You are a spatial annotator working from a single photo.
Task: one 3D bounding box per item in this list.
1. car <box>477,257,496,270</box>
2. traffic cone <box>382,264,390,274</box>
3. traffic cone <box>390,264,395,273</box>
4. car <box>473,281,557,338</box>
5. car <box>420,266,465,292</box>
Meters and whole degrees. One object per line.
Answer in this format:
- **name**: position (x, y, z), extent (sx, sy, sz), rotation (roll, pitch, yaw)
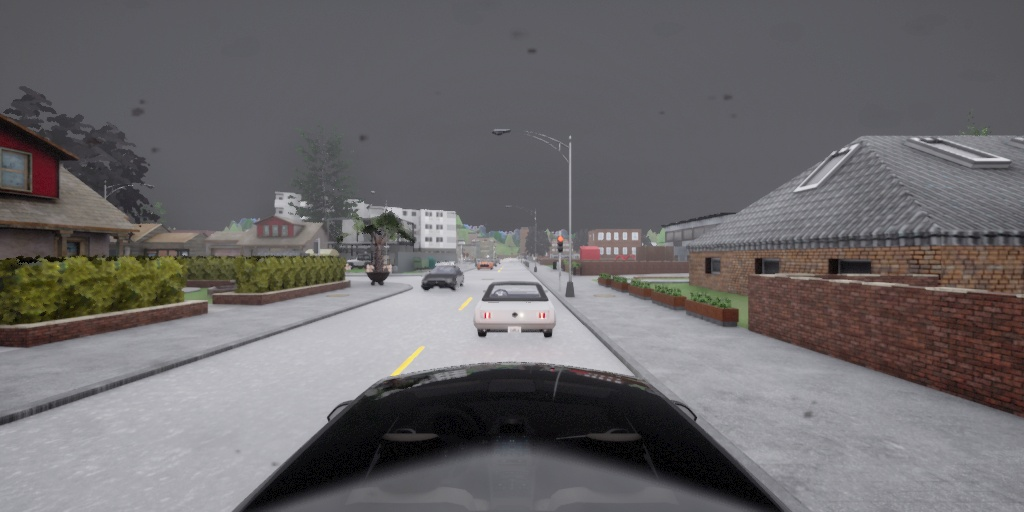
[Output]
- **car**: position (-3.826, 1.097, 52.297), extent (2.097, 1.767, 4.553), rotation (0, 0, 0)
- **traffic cone**: position (-15.526, 1.557, 44.141), extent (0.344, 0.586, 0.344), rotation (0, 0, 0)
- **traffic cone**: position (-15.162, 1.554, 44.708), extent (0.344, 0.586, 0.344), rotation (0, 0, 0)
- **car**: position (0.096, 1.350, 10.191), extent (1.895, 1.301, 4.718), rotation (0, 0, 1)
- **car**: position (-3.995, 1.296, 21.668), extent (2.033, 1.411, 5.357), rotation (0, 0, 0)
